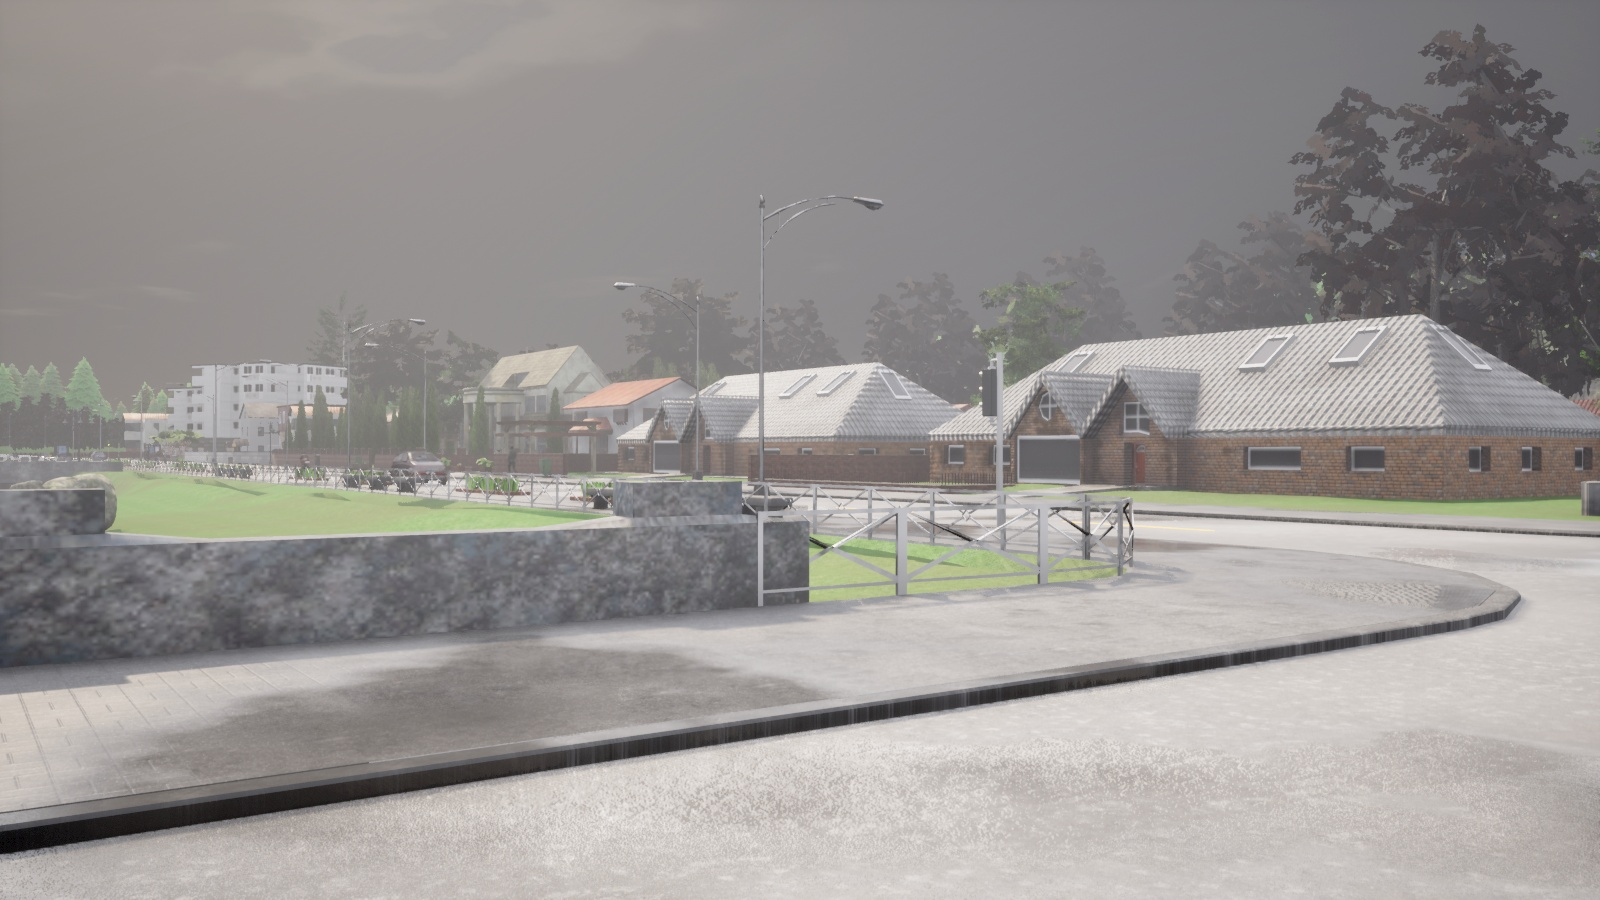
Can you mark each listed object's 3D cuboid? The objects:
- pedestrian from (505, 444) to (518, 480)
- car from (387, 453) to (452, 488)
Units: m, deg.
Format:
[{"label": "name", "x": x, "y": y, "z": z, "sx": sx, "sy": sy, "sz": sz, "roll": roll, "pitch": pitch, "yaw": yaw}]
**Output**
[{"label": "pedestrian", "x": -16.029, "y": 0.659, "z": 69.747, "sx": 0.423, "sy": 1.949, "sz": 0.788, "roll": 0, "pitch": 0, "yaw": -36}, {"label": "car", "x": -17.328, "y": 0.900, "z": 57.131, "sx": 1.789, "sy": 1.549, "sz": 3.705, "roll": 0, "pitch": 0, "yaw": -35}]
